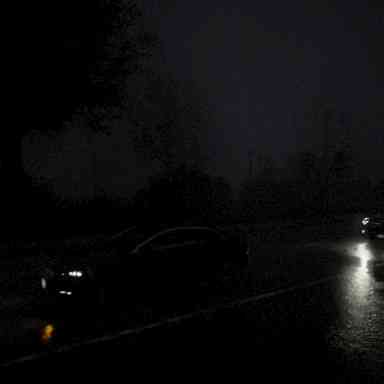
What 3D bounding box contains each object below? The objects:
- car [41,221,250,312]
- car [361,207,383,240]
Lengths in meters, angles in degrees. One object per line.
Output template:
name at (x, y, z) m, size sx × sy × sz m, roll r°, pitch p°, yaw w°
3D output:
car at (-0.813, 1.465, 7.743) m, size 4.902 × 1.511 × 2.128 m, roll 0°, pitch 0°, yaw -36°
car at (9.832, 1.299, 15.529) m, size 4.553 × 1.767 × 2.097 m, roll 0°, pitch 0°, yaw -37°
